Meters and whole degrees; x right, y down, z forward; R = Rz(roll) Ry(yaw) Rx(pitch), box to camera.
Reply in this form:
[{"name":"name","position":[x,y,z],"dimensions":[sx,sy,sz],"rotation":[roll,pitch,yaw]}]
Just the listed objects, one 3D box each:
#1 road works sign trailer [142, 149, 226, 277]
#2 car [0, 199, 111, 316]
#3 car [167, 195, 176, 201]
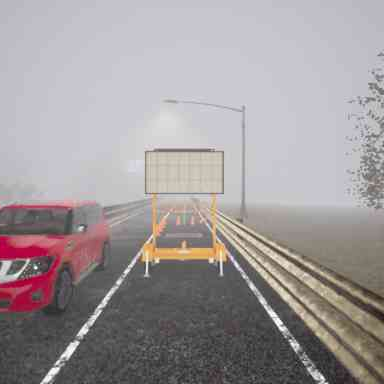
[{"name":"road works sign trailer","position":[-0.235,0.471,10.279],"dimensions":[2.380,3.560,2.880],"rotation":[0,0,-1]},{"name":"car","position":[-3.436,1.227,7.830],"dimensions":[2.150,2.045,5.566],"rotation":[0,0,-1]},{"name":"car","position":[-5.460,1.562,90.186],"dimensions":[1.812,1.442,4.674],"rotation":[0,0,-1]}]
